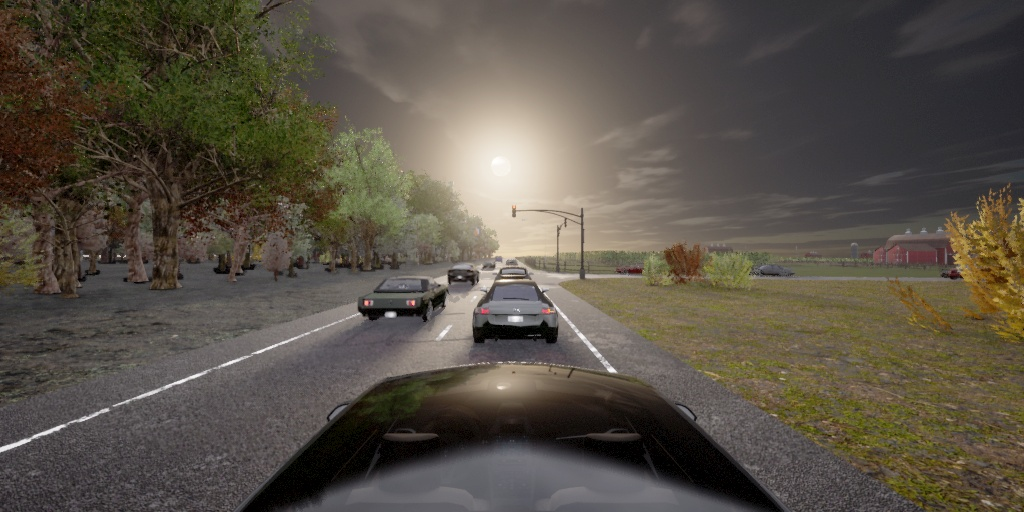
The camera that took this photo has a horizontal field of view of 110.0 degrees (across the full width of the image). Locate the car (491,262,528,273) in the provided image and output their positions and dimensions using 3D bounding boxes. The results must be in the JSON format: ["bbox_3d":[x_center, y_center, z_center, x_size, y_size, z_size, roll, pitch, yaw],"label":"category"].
[{"bbox_3d":[0.059,1.259,18.565,1.837,1.490,4.892,0,0,0],"label":"car"}]

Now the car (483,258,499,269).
[{"bbox_3d":[-3.554,1.355,57.517,1.895,1.301,4.718,0,0,0],"label":"car"}]

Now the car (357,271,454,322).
[{"bbox_3d":[-3.427,1.353,12.326,1.895,1.301,4.718,0,0,0],"label":"car"}]

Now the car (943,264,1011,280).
[{"bbox_3d":[48.806,1.633,37.413,4.553,1.767,2.097,1,-1,0],"label":"car"}]

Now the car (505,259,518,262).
[{"bbox_3d":[-0.034,1.259,58.269,1.837,1.490,4.892,0,0,-1],"label":"car"}]

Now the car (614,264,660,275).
[{"bbox_3d":[14.309,1.567,41.216,4.718,1.301,1.895,1,-1,2],"label":"car"}]

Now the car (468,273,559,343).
[{"bbox_3d":[0.076,1.316,9.665,1.994,1.385,4.181,0,0,0],"label":"car"}]

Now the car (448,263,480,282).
[{"bbox_3d":[-3.466,1.232,26.204,1.882,1.535,5.008,0,0,0],"label":"car"}]

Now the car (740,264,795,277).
[{"bbox_3d":[29.185,1.674,41.043,5.357,1.411,2.033,1,-1,0],"label":"car"}]
